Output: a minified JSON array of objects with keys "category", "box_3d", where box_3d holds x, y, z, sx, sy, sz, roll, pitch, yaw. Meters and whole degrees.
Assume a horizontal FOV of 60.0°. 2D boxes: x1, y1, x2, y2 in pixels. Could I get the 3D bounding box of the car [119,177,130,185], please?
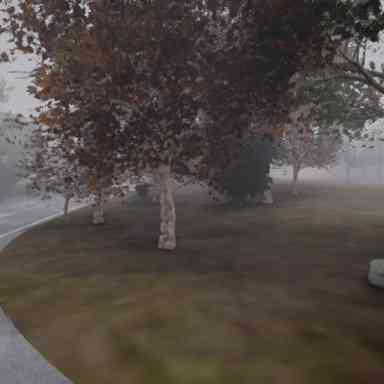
[{"category":"car","box_3d":[-13.378,-2.277,66.902,2.033,1.411,5.357,0,4,3]}]
